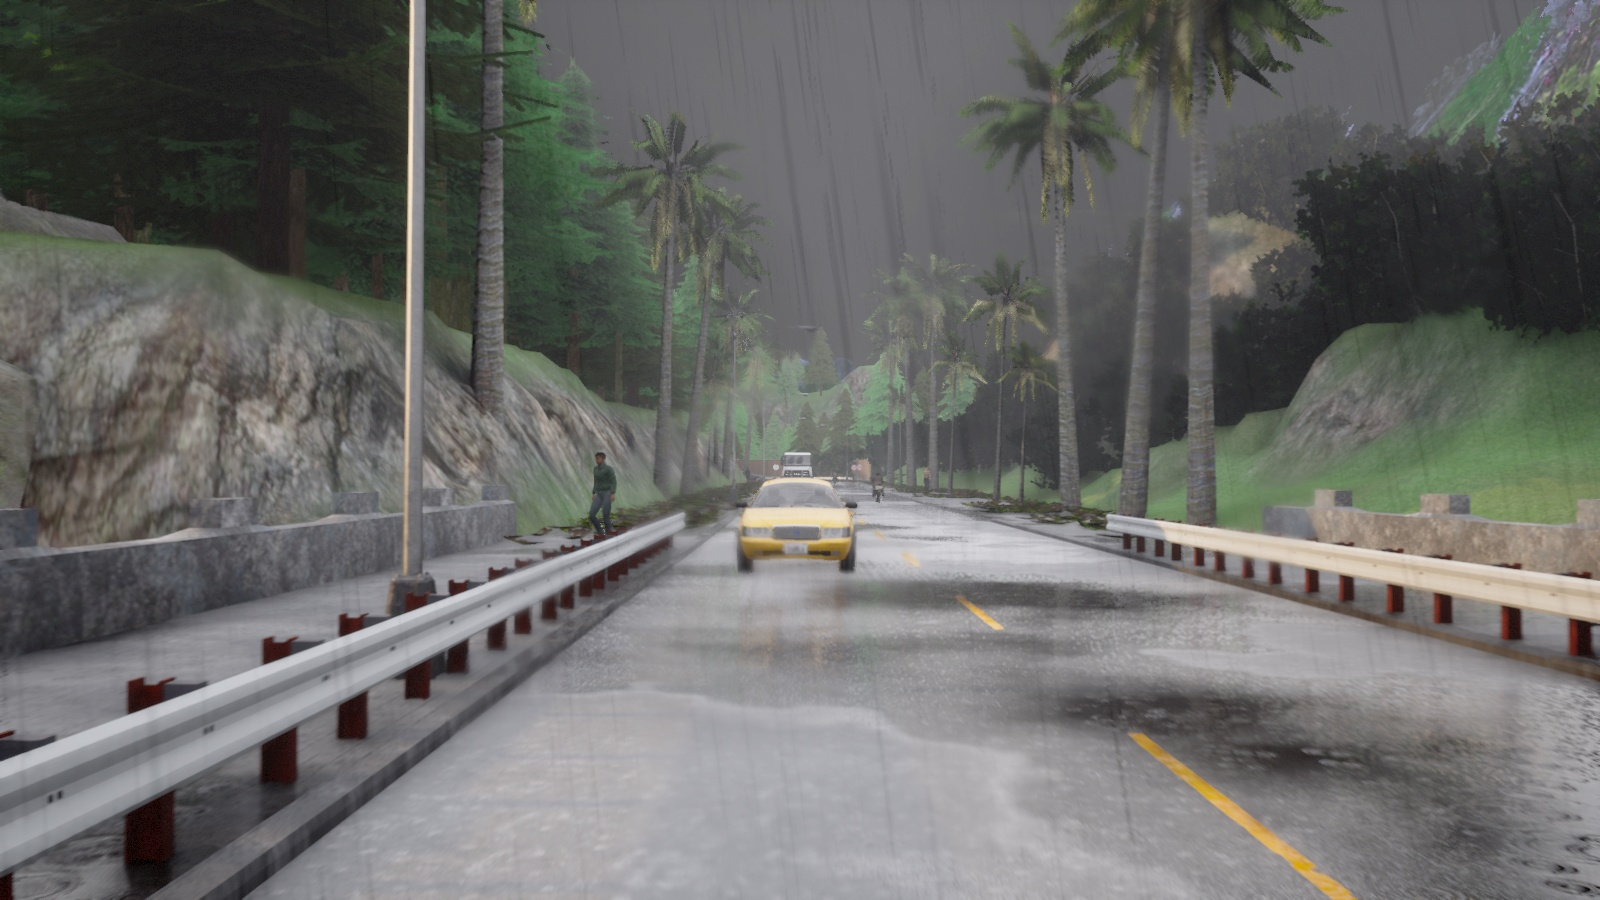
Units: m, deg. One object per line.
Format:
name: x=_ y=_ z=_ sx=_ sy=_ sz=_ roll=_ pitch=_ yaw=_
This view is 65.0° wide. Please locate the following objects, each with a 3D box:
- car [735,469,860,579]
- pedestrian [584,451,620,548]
car: x=-0.044 y=1.100 z=20.753 sx=1.801 sy=1.575 sz=5.366 roll=0 pitch=-1 yaw=0
pedestrian: x=-3.835 y=0.947 z=24.347 sx=0.353 sy=1.847 sz=0.614 roll=-1 pitch=-1 yaw=38
